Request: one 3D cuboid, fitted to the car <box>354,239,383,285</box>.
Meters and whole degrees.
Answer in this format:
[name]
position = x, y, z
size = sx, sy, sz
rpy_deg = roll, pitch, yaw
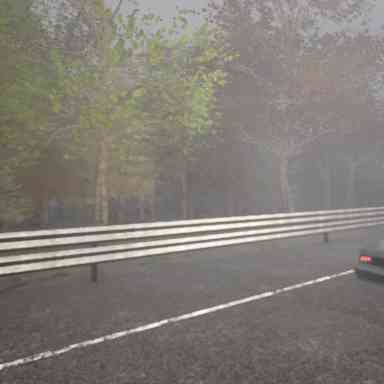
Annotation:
[car]
position = 6.106, 1.487, 8.135
size = 5.357, 1.411, 2.033
rpy_deg = 0, 0, -36
